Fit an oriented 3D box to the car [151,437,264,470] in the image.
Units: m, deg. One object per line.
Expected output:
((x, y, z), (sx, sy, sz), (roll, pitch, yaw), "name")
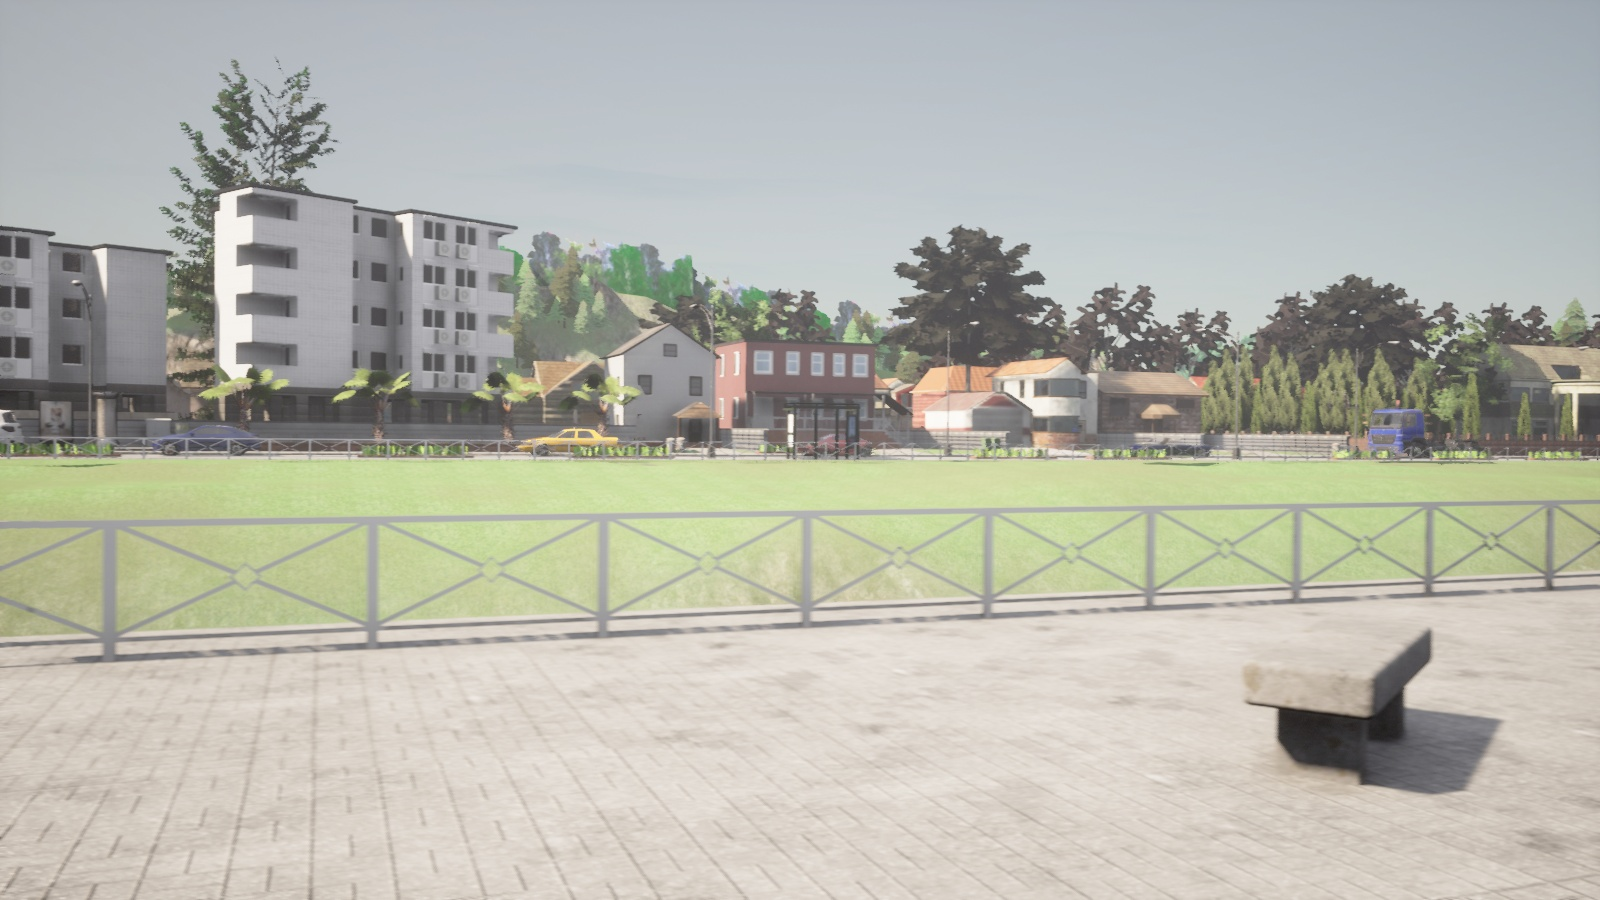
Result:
((-27.862, 0.162, 59.208), (4.674, 1.442, 1.812), (-1, 1, -21), "car")

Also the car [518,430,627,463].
((-11.824, -0.198, 65.292), (5.366, 1.575, 1.801), (-1, 1, -21), "car")

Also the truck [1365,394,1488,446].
((42.926, -2.048, 86.054), (7.936, 3.462, 2.891), (-1, 1, -21), "truck")

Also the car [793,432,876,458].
((1.920, -0.306, 70.508), (4.181, 1.385, 1.994), (-1, 1, -21), "car")

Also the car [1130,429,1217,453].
((21.960, -0.540, 73.834), (4.718, 1.301, 1.895), (-1, 1, -21), "car")

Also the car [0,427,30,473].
((-37.502, 0.019, 55.549), (5.566, 2.045, 2.150), (-1, 1, -21), "car")
